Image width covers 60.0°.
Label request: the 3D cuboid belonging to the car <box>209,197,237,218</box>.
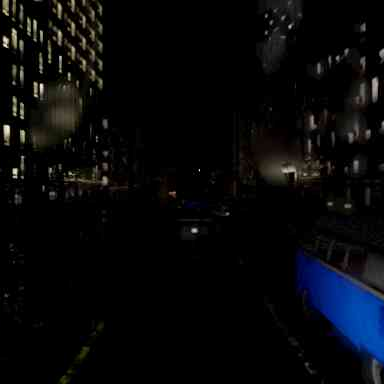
[{"bbox_3d":[2.689,1.364,27.314,2.008,1.369,4.403,-1,0,0],"label":"car"}]

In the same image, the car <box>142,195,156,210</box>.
[{"bbox_3d":[-5.689,1.317,38.683,1.802,1.307,4.206,-1,0,0],"label":"car"}]

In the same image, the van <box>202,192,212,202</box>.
[{"bbox_3d":[2.696,0.920,61.414,1.690,1.788,3.998,-1,0,0],"label":"van"}]

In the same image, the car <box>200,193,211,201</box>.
[{"bbox_3d":[2.698,0.979,67.098,1.967,1.590,4.097,-1,0,0],"label":"car"}]

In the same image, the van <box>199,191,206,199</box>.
[{"bbox_3d":[2.701,0.760,84.147,1.690,1.788,3.998,-1,0,0],"label":"van"}]

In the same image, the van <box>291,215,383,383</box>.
[{"bbox_3d":[2.681,1.309,4.579,1.690,1.788,3.998,-1,0,0],"label":"van"}]

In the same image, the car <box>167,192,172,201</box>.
[{"bbox_3d":[-5.682,1.104,67.101,1.947,1.339,4.313,-1,0,0],"label":"car"}]

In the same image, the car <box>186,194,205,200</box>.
[{"bbox_3d":[0.109,1.242,34.343,1.882,1.535,5.008,0,0,0],"label":"car"}]

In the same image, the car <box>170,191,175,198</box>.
[{"bbox_3d":[-5.679,1.010,78.468,2.008,1.369,4.403,-1,0,0],"label":"car"}]

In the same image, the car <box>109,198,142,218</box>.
[{"bbox_3d":[-5.691,1.364,27.316,2.008,1.369,4.403,-1,0,0],"label":"car"}]

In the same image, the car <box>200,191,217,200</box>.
[{"bbox_3d":[2.692,0.972,50.047,2.192,1.841,5.009,-1,0,0],"label":"car"}]

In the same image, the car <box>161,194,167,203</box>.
[{"bbox_3d":[-5.684,1.144,55.564,1.752,1.417,4.829,-1,0,0],"label":"car"}]

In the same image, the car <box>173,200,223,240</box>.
[{"bbox_3d":[0.104,1.380,16.298,2.128,1.511,4.902,0,0,0],"label":"car"}]

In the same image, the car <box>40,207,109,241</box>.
[{"bbox_3d":[-5.695,1.441,15.949,2.008,1.369,4.403,-1,0,0],"label":"car"}]

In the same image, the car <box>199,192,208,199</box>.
[{"bbox_3d":[2.700,0.899,78.465,1.967,1.590,4.097,-1,0,0],"label":"car"}]

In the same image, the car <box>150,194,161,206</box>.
[{"bbox_3d":[-5.688,1.136,44.366,1.967,1.590,4.097,-1,0,0],"label":"car"}]
